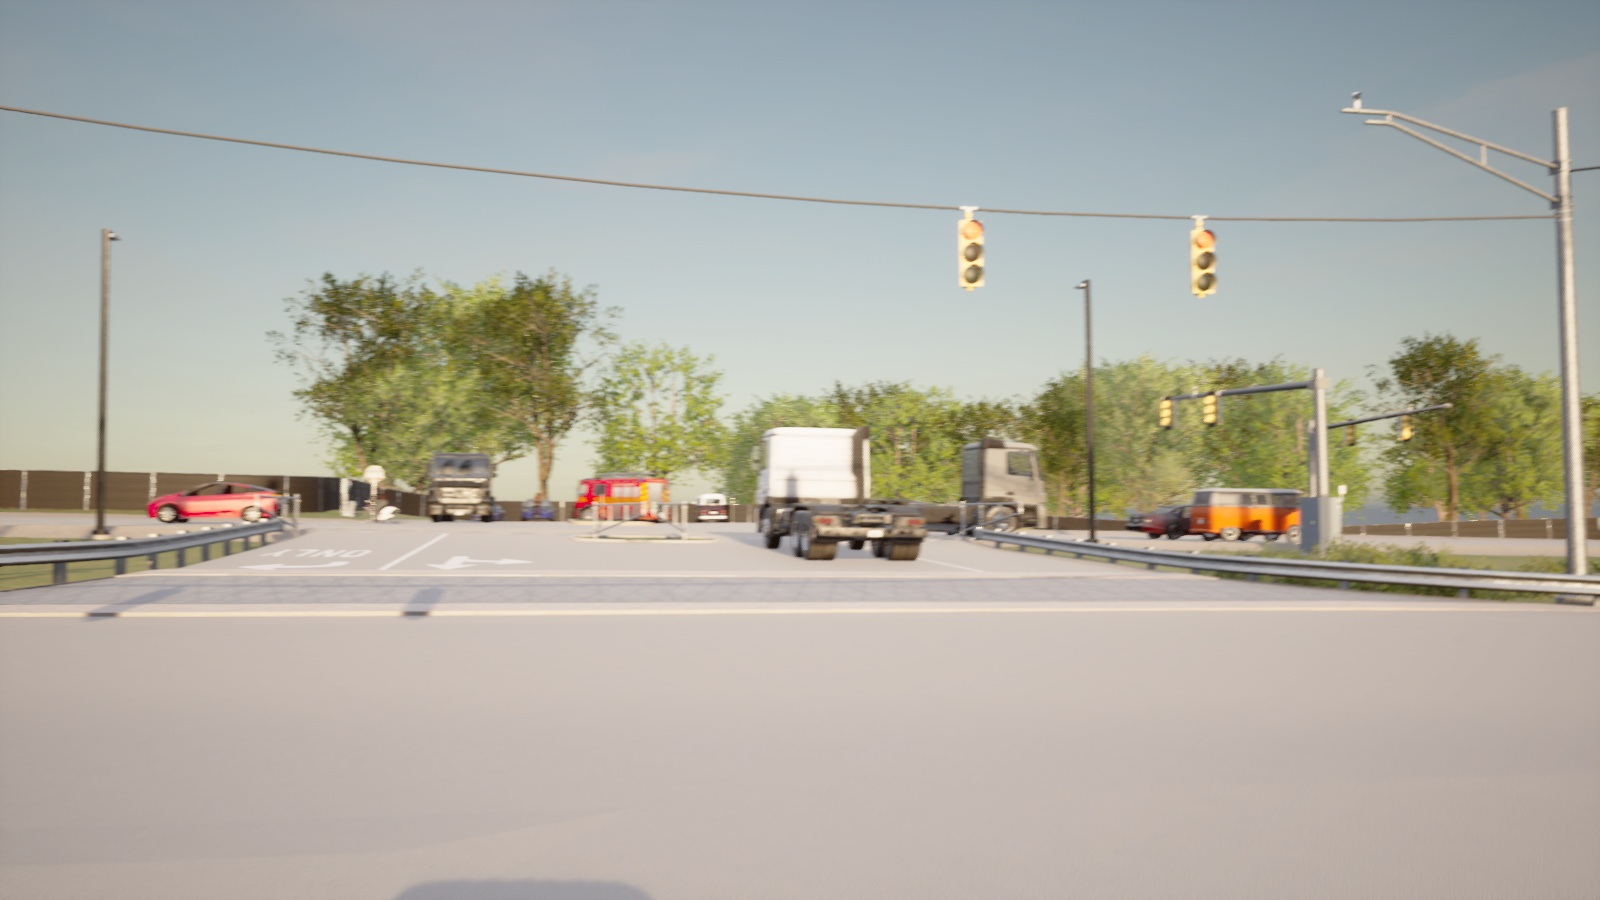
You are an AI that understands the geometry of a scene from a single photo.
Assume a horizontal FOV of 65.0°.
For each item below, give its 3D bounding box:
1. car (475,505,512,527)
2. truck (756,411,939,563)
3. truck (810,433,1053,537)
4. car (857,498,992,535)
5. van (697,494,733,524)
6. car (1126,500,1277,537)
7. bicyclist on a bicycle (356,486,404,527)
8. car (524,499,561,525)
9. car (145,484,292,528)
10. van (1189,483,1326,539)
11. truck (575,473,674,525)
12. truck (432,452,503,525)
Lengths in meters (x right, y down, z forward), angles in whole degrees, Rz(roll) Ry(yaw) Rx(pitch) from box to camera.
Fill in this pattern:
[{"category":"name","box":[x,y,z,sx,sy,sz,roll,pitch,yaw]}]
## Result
[{"category":"car","box":[-21.578,4.649,88.433,1.812,1.442,4.674,-1,-4,-5]},{"category":"truck","box":[0.978,0.959,32.721,2.891,3.462,7.936,1,-2,-12]},{"category":"truck","box":[4.542,1.277,43.914,7.936,3.462,2.891,1,-2,-11]},{"category":"car","box":[4.674,2.534,47.460,4.718,1.301,1.895,1,-3,-11]},{"category":"van","box":[-5.937,4.113,87.280,2.069,2.038,4.480,-1,-3,-10]},{"category":"car","box":[15.810,2.707,49.550,5.357,1.411,2.033,1,-3,-11]},{"category":"bicyclist on a bicycle","box":[-18.220,2.449,54.492,1.843,1.776,0.659,1,-3,-11]},{"category":"car","box":[-15.757,3.796,76.934,2.163,1.488,4.792,0,-4,-11]},{"category":"car","box":[-21.277,2.071,46.146,4.514,1.525,2.007,1,-3,-11]},{"category":"van","box":[16.809,2.243,46.196,4.442,1.987,1.775,1,-3,-11]},{"category":"truck","box":[-13.332,3.758,94.919,2.891,3.827,8.468,2,-4,-44]},{"category":"truck","box":[-16.609,2.004,63.128,2.891,3.462,7.936,0,-3,-11]}]
